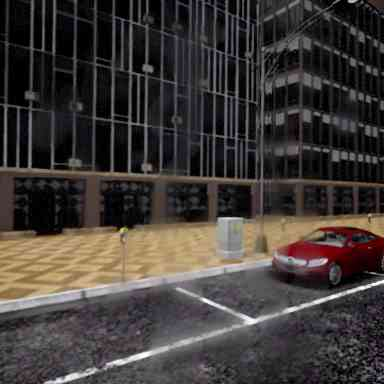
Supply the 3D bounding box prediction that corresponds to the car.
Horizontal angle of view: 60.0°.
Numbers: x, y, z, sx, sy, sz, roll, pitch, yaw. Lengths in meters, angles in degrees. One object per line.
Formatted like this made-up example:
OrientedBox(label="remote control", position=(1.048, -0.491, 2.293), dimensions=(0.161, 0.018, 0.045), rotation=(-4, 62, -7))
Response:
OrientedBox(label="car", position=(4.141, 1.663, 9.511), dimensions=(4.206, 1.307, 1.802), rotation=(1, 0, -36))
